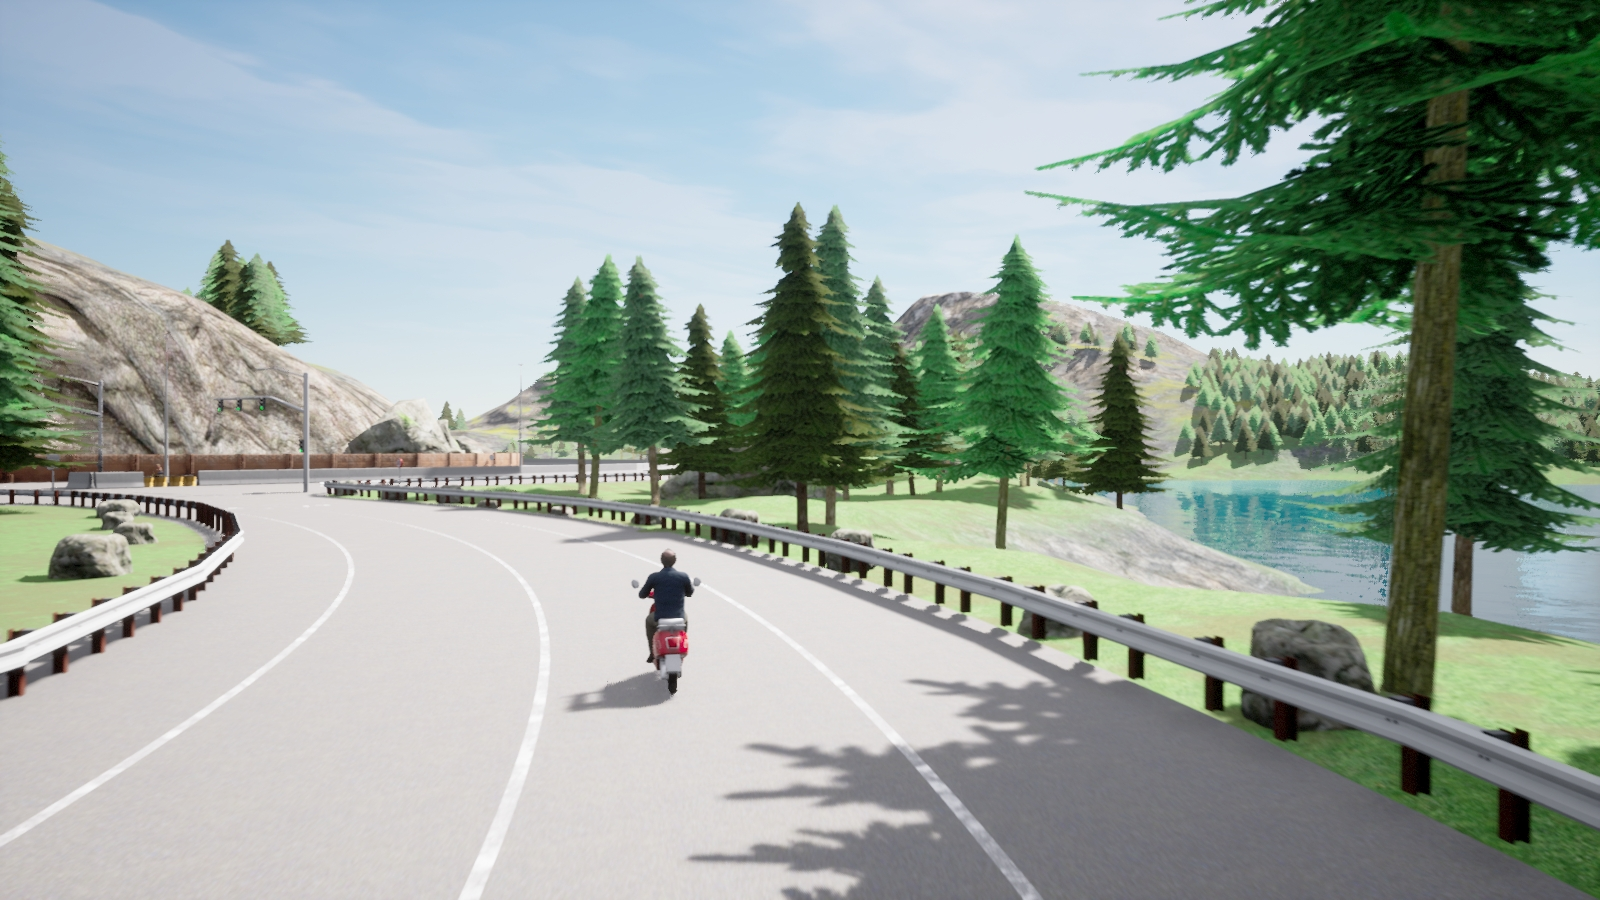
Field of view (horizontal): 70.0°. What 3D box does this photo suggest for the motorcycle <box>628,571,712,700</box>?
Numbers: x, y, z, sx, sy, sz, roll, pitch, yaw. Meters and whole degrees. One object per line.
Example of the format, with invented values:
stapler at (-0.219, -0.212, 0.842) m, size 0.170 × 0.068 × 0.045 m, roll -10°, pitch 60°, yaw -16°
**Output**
motorcycle at (-1.594, 2.182, 13.753) m, size 0.856 × 1.236 × 1.805 m, roll 0°, pitch 0°, yaw -11°
